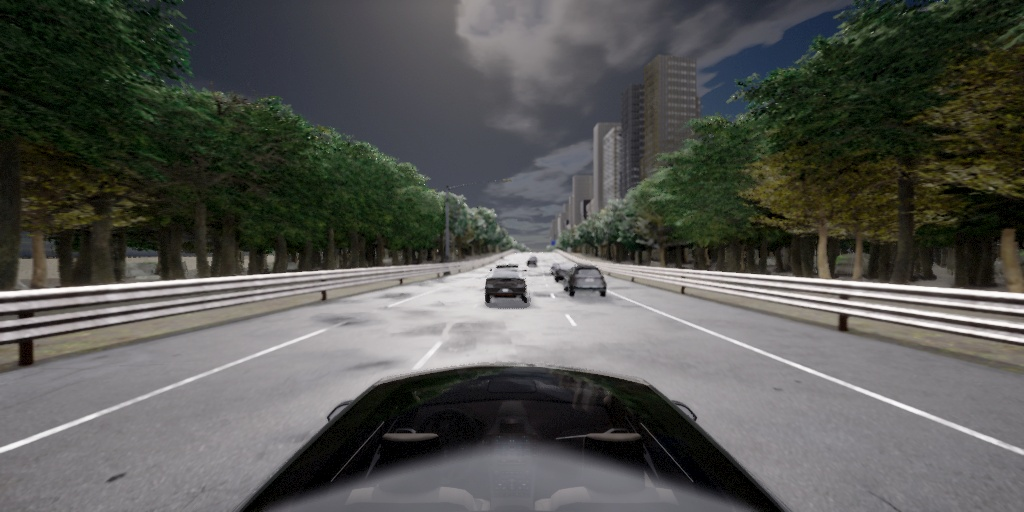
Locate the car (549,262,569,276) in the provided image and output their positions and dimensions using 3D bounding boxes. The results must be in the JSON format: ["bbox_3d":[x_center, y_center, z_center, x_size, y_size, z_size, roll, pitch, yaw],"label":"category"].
[{"bbox_3d":[5.399,1.497,41.734,2.033,1.411,5.357,0,0,4],"label":"car"}]

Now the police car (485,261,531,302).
[{"bbox_3d":[-0.190,1.267,17.828,1.930,1.638,5.238,0,0,2],"label":"police car"}]

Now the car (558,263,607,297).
[{"bbox_3d":[3.949,1.294,20.003,2.033,1.649,4.856,0,0,3],"label":"car"}]

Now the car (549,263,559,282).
[{"bbox_3d":[4.609,1.429,30.799,2.163,1.488,4.792,0,0,4],"label":"car"}]
